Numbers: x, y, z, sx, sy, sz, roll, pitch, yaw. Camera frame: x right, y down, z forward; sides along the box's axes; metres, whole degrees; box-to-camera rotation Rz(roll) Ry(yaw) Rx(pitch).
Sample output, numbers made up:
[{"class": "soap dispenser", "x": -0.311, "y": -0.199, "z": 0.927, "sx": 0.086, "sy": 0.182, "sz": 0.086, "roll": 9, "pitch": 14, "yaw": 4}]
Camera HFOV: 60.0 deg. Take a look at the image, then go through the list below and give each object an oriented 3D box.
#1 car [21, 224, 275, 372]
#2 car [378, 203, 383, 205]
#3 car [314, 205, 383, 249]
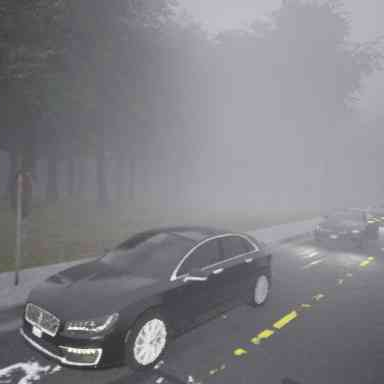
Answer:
[{"class": "car", "x": -0.250, "y": 1.376, "z": 5.707, "sx": 1.837, "sy": 1.490, "sz": 4.892, "roll": 4, "pitch": 2, "yaw": 39}, {"class": "car", "x": 13.273, "y": 1.447, "z": 22.468, "sx": 1.994, "sy": 1.385, "sz": 4.181, "roll": 4, "pitch": 3, "yaw": 39}, {"class": "car", "x": 6.929, "y": 1.454, "z": 14.610, "sx": 1.812, "sy": 1.442, "sz": 4.674, "roll": 4, "pitch": 2, "yaw": 39}]
